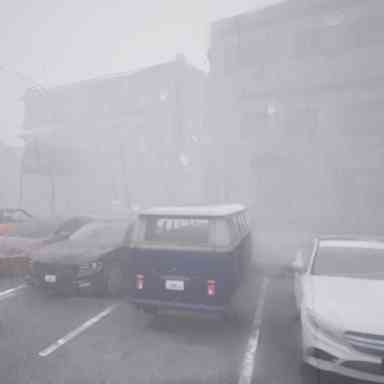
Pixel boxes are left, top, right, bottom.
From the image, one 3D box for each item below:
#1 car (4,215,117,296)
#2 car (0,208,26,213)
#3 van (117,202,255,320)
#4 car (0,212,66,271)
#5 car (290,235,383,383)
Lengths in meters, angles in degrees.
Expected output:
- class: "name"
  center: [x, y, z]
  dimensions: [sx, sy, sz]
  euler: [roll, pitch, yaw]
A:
- class: "car"
  center: [-2.115, 1.465, 8.959]
  dimensions: [2.097, 1.535, 5.008]
  euler: [0, -1, 15]
- class: "car"
  center: [-6.918, 1.357, 12.320]
  dimensions: [2.185, 1.767, 4.553]
  euler: [0, -1, 15]
- class: "van"
  center: [0.305, 1.241, 7.368]
  dimensions: [1.878, 1.987, 4.442]
  euler: [0, -1, 15]
- class: "car"
  center: [-4.514, 1.502, 10.620]
  dimensions: [2.163, 1.488, 4.792]
  euler: [0, -1, 15]
- class: "car"
  center: [2.667, 1.511, 5.554]
  dimensions: [2.002, 1.452, 4.674]
  euler: [1, -1, 15]
